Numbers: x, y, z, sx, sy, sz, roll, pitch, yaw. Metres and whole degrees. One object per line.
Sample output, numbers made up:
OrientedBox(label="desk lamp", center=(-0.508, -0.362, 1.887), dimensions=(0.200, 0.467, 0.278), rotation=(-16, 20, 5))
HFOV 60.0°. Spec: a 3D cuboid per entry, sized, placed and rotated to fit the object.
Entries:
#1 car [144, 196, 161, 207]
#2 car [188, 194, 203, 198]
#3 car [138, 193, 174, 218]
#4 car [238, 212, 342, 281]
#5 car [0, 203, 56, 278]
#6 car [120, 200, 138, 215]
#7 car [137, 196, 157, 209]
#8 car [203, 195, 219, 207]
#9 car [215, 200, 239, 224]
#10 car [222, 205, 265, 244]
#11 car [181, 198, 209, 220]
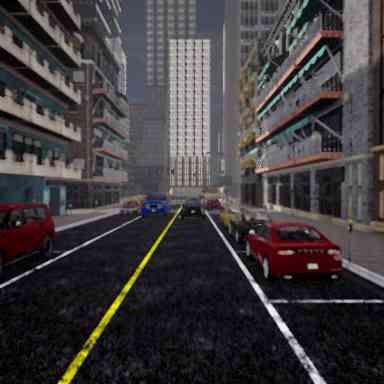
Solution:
OrientedBox(label="car", center=(-5.686, 1.378, 48.302), dimensions=(1.887, 1.381, 4.507), rotation=(-1, 0, 0))
OrientedBox(label="car", center=(0.099, 1.365, 40.362), dimensions=(1.837, 1.490, 4.892), rotation=(0, 0, 0))
OrientedBox(label="car", center=(-3.093, 1.118, 29.515), dimensions=(2.150, 2.045, 5.566), rotation=(0, 0, 0))
OrientedBox(label="car", center=(2.685, 1.510, 9.621), dimensions=(1.887, 1.381, 4.507), rotation=(-1, 0, 0))
OrientedBox(label="car", center=(-5.699, 1.281, 9.636), dimensions=(2.192, 1.841, 5.009), rotation=(-1, 0, 0))
OrientedBox(label="car", center=(-5.690, 1.471, 31.732), dimensions=(1.802, 1.307, 4.206), rotation=(-1, 0, 0))
OrientedBox(label="car", center=(-5.689, 1.292, 42.778), dimensions=(1.967, 1.590, 4.097), rotation=(-1, 0, 0))
OrientedBox(label="car", center=(2.693, 1.396, 42.762), dimensions=(1.887, 1.381, 4.507), rotation=(-1, 0, 0))
OrientedBox(label="car", center=(2.687, 1.451, 20.838), dimensions=(1.752, 1.417, 4.829), rotation=(-1, 0, 0))
OrientedBox(label="car", center=(2.686, 1.497, 15.145), dimensions=(2.008, 1.369, 4.403), rotation=(-1, 0, 0))
OrientedBox(label="car", center=(0.095, 1.467, 27.396), dimensions=(1.994, 1.385, 4.181), rotation=(0, 0, 0))
